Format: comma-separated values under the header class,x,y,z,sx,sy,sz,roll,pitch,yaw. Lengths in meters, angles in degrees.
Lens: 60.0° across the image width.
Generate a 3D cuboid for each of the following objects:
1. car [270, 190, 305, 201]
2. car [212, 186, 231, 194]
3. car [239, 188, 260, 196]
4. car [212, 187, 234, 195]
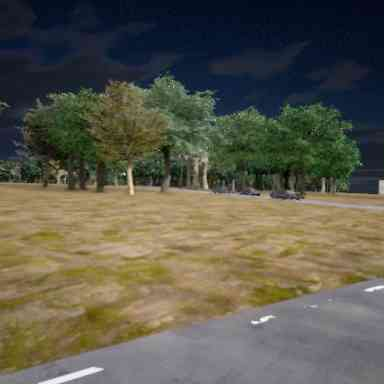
class,x,y,z,sx,sy,sz,roll,pitch,yaw
car,12.687,0.428,44.536,2.033,1.411,5.357,2,2,-25
car,5.811,-0.409,66.620,1.994,1.385,4.181,2,2,-25
car,10.011,0.000,57.742,1.994,1.385,4.181,2,2,-25
car,5.557,-0.260,60.065,2.033,1.411,5.357,2,2,-25
